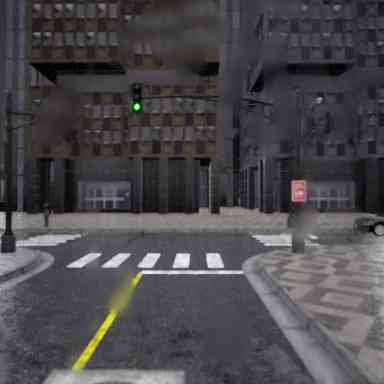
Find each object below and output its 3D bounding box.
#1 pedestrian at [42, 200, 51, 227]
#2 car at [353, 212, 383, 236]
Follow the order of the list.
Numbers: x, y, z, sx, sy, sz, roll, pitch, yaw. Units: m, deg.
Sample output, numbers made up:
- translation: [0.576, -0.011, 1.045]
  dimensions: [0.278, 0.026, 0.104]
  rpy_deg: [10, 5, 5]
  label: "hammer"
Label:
- translation: [-9.867, 1.431, 22.544]
  dimensions: [0.375, 1.860, 0.375]
  rpy_deg: [0, -1, 1]
  label: "pedestrian"
- translation: [12.010, 1.697, 19.285]
  dimensions: [5.008, 1.535, 1.882]
  rpy_deg: [0, -1, 1]
  label: "car"
